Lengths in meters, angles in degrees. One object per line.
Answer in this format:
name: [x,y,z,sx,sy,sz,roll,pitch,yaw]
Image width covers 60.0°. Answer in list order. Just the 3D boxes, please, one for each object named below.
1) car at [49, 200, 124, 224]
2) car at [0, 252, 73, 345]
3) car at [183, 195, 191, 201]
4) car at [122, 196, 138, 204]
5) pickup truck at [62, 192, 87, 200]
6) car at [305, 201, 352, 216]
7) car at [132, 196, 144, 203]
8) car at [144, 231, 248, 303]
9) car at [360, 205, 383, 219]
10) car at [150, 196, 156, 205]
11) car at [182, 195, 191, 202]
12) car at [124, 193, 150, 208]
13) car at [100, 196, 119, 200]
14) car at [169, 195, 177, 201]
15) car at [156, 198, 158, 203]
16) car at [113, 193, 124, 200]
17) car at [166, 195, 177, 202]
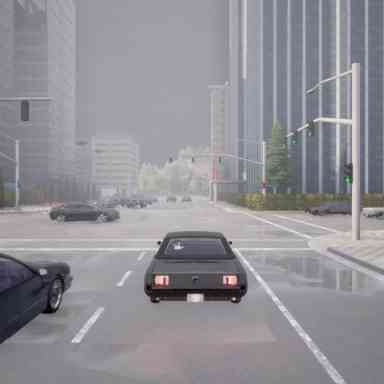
car: [-7.733,1.505,24.134,4.892,1.490,1.837,0,0,-1]
car: [-3.435,1.547,4.558,2.033,1.411,5.357,0,0,0]
car: [-1.367,1.540,84.774,2.033,1.411,5.357,0,0,-1]
car: [-11.585,1.491,62.603,2.128,1.511,4.902,0,0,-1]
pickup truck: [-24.753,1.059,69.215,2.390,2.098,6.274,0,0,30]
car: [13.590,1.547,31.559,5.357,1.411,2.033,0,0,-3]
car: [-11.682,1.546,72.583,1.994,1.385,4.181,0,0,-1]
car: [0.069,1.601,8.153,1.895,1.301,4.718,0,0,0]
car: [16.945,1.601,28.051,4.718,1.301,1.895,0,0,0]
car: [-8.039,1.352,57.918,2.097,1.767,4.553,0,0,-1]
car: [-1.212,1.553,74.999,1.994,1.385,4.181,0,0,-1]
car: [-7.911,1.221,48.169,2.150,2.045,5.566,0,0,-1]
car: [-11.332,1.564,43.322,1.994,1.385,4.181,0,0,-1]
car: [-4.867,1.524,84.706,1.812,1.442,4.674,0,0,-1]
car: [-8.113,1.564,67.965,1.994,1.385,4.181,0,0,0]
car: [-11.467,1.221,52.655,2.150,2.045,5.566,0,0,-1]
car: [-4.702,1.500,74.538,1.837,1.490,4.892,0,0,-1]
